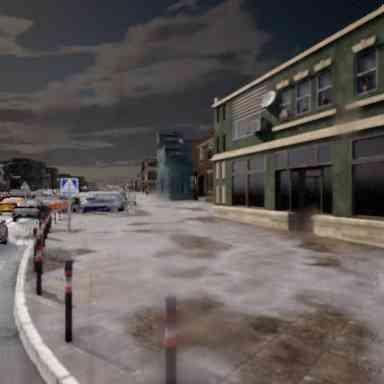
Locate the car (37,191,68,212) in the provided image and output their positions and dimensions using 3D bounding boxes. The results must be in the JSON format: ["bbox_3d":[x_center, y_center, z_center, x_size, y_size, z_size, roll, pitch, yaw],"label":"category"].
[{"bbox_3d":[-14.197,1.124,34.609,2.097,1.767,4.553,0,0,-11],"label":"car"}]

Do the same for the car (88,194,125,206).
[{"bbox_3d":[-12.117,1.103,47.449,5.008,1.535,2.097,0,1,-12],"label":"car"}]

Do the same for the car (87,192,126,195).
[{"bbox_3d":[-9.793,1.122,36.443,4.553,1.767,2.185,0,1,-12],"label":"car"}]

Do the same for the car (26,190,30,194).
[{"bbox_3d":[-37.263,0.745,69.296,4.892,1.521,2.231,0,1,-12],"label":"car"}]

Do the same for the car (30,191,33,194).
[{"bbox_3d":[-37.825,0.714,71.994,4.892,1.521,2.231,0,1,-12],"label":"car"}]

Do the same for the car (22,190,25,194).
[{"bbox_3d":[-36.700,0.775,66.598,4.892,1.521,2.231,0,1,-12],"label":"car"}]

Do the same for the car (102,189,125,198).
[{"bbox_3d":[-19.464,0.393,82.691,5.566,2.045,2.435,0,1,-12],"label":"car"}]

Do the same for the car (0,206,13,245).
[{"bbox_3d":[-7.979,1.479,12.194,1.812,1.442,4.674,0,0,-22],"label":"car"}]

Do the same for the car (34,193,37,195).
[{"bbox_3d":[-18.718,1.227,41.597,2.033,1.411,5.357,0,1,-11],"label":"car"}]

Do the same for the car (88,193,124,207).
[{"bbox_3d":[-11.491,1.019,44.612,4.553,1.767,2.185,0,1,-12],"label":"car"}]

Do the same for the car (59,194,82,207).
[{"bbox_3d":[-16.360,1.133,45.036,2.128,1.511,4.902,0,1,-11],"label":"car"}]

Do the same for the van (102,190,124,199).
[{"bbox_3d":[-17.060,0.542,71.835,4.442,1.987,1.878,0,1,-12],"label":"van"}]

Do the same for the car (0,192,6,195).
[{"bbox_3d":[-34.484,0.784,55.793,4.553,1.767,2.185,0,1,-12],"label":"car"}]

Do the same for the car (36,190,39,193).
[{"bbox_3d":[-38.955,0.696,77.392,4.674,1.452,2.002,0,1,-12],"label":"car"}]

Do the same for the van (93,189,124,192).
[{"bbox_3d":[-10.529,0.991,39.259,4.442,1.987,1.878,0,1,-12],"label":"van"}]

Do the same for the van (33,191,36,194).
[{"bbox_3d":[-38.304,0.458,74.835,4.442,1.987,1.878,0,1,-12],"label":"van"}]

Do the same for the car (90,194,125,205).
[{"bbox_3d":[-12.646,1.066,50.050,4.892,1.521,2.231,0,1,-12],"label":"car"}]

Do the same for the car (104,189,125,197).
[{"bbox_3d":[-21.160,0.313,90.851,5.566,2.045,2.435,0,0,-12],"label":"car"}]

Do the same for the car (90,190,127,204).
[{"bbox_3d":[-13.188,0.774,52.771,5.566,2.045,2.435,0,1,-12],"label":"car"}]

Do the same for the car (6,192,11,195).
[{"bbox_3d":[-35.047,0.749,58.492,4.553,1.767,2.185,0,1,-12],"label":"car"}]

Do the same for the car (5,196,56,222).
[{"bbox_3d":[-11.883,1.348,24.804,2.128,1.511,4.902,0,0,-14],"label":"car"}]

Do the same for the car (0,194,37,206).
[{"bbox_3d":[-16.600,1.271,31.393,1.882,1.535,5.008,0,0,-11],"label":"car"}]

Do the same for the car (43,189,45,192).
[{"bbox_3d":[-40.078,0.605,82.790,4.892,1.521,2.231,0,1,-12],"label":"car"}]

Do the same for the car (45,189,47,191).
[{"bbox_3d":[-40.676,0.609,85.483,4.792,1.488,2.163,0,0,-12],"label":"car"}]

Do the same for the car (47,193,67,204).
[{"bbox_3d":[-20.824,1.027,51.482,2.128,1.511,4.902,0,1,-12],"label":"car"}]

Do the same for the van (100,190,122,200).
[{"bbox_3d":[-16.724,0.574,69.069,4.442,1.987,1.878,0,1,-12],"label":"van"}]

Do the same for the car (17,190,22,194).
[{"bbox_3d":[-36.137,0.808,63.899,4.892,1.521,2.231,0,1,-12],"label":"car"}]

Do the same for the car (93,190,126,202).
[{"bbox_3d":[-14.401,0.694,58.325,5.566,2.045,2.435,0,1,-12],"label":"car"}]

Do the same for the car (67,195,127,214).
[{"bbox_3d":[-8.747,1.324,31.111,4.792,1.488,2.163,0,0,-12],"label":"car"}]

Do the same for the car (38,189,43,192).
[{"bbox_3d":[-39.702,0.627,80.053,5.366,1.575,1.946,0,1,-12],"label":"car"}]

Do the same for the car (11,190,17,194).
[{"bbox_3d":[-35.549,0.714,61.204,4.553,1.767,2.185,0,1,-12],"label":"car"}]
